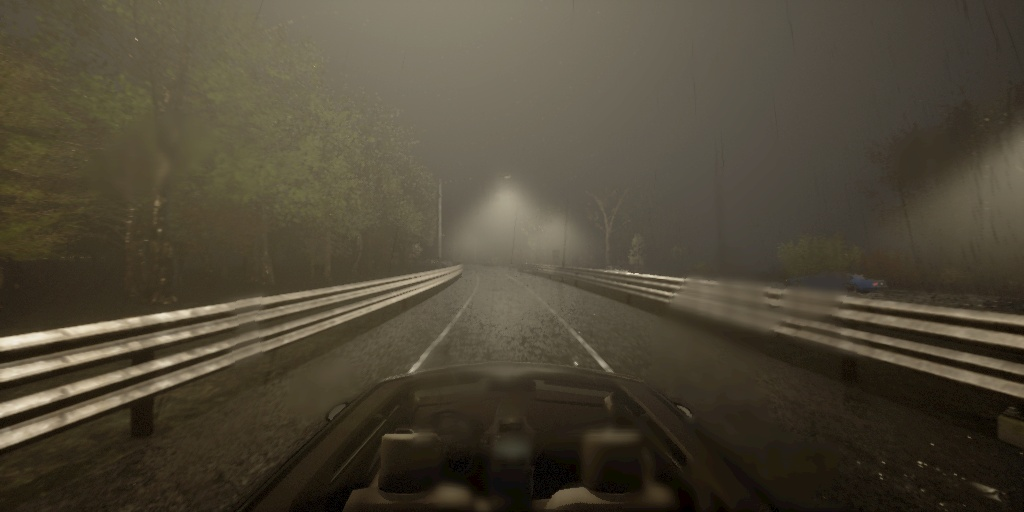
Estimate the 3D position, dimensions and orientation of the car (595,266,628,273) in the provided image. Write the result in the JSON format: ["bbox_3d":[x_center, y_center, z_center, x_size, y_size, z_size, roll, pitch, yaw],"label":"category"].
[{"bbox_3d":[12.923,1.980,47.123,1.895,1.301,4.718,0,0,-23],"label":"car"}]

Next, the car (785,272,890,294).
[{"bbox_3d":[22.477,1.817,25.061,2.033,1.411,5.357,0,0,-23],"label":"car"}]
